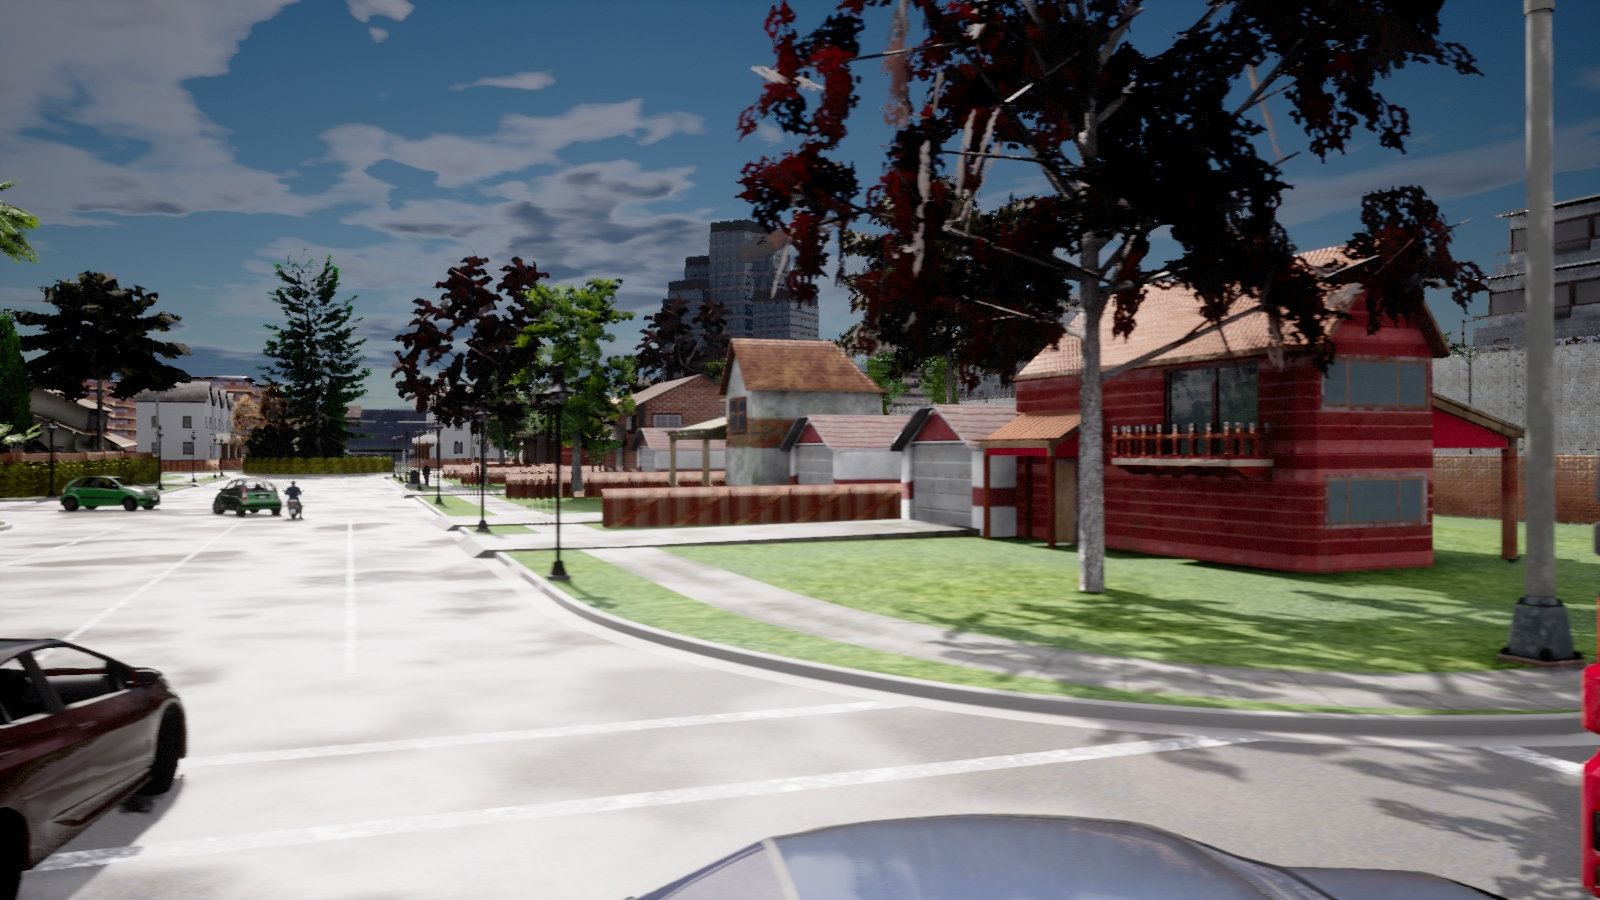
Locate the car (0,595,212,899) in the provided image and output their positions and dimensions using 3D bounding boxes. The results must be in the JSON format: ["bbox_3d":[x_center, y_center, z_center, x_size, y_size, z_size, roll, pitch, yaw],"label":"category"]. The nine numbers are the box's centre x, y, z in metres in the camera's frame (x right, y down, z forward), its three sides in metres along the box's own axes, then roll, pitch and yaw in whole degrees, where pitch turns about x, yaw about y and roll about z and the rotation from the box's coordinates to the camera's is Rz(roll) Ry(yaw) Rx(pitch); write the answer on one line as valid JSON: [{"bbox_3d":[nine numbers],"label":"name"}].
[{"bbox_3d":[-5.771,2.041,7.777,2.007,1.525,4.514,0,0,-12],"label":"car"}]

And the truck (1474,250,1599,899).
[{"bbox_3d":[8.325,0.875,6.581,8.468,3.827,2.891,0,0,-20],"label":"truck"}]

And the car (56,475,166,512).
[{"bbox_3d":[-31.981,1.999,53.096,3.988,1.617,1.851,0,0,0],"label":"car"}]

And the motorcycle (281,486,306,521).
[{"bbox_3d":[-20.803,2.176,46.933,0.856,1.341,1.805,0,0,-22],"label":"motorcycle"}]

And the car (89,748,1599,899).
[{"bbox_3d":[0.451,2.099,3.910,5.357,1.411,2.033,0,0,-9],"label":"car"}]

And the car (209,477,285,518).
[{"bbox_3d":[-24.431,2.053,50.426,1.851,1.617,3.988,0,0,-45],"label":"car"}]
